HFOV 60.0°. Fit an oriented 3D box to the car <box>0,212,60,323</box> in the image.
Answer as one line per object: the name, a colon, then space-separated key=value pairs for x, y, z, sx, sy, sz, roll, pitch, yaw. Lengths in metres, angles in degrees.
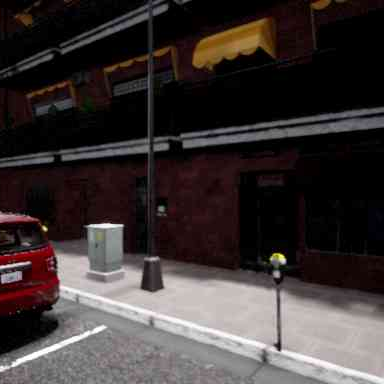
car: x=-4.487 y=1.274 z=6.089 sx=5.009 sy=1.841 sz=2.192 roll=0 pitch=0 yaw=35
